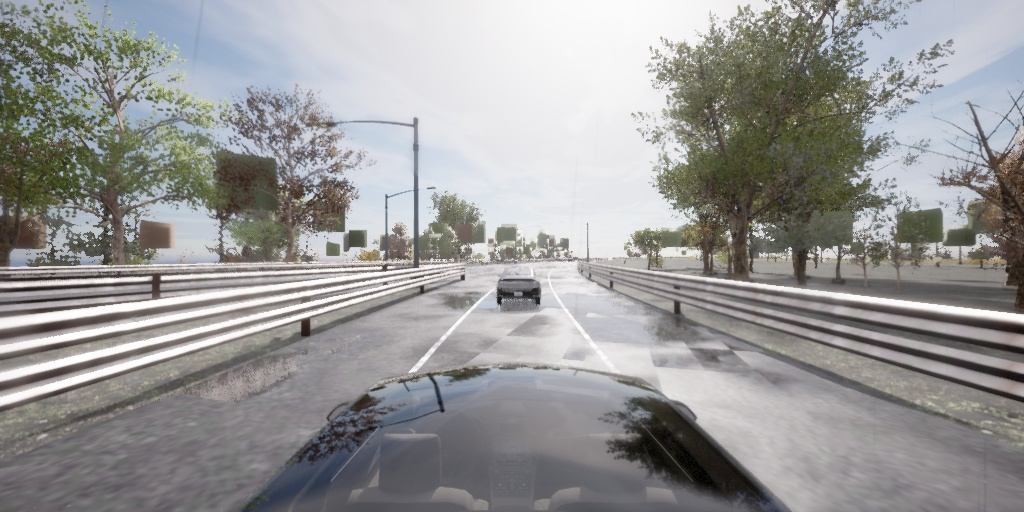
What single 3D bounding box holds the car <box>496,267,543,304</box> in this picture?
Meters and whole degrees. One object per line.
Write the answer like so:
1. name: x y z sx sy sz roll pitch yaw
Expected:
1. car: 0.353 1.240 16.158 2.128 1.511 4.902 0 0 3
